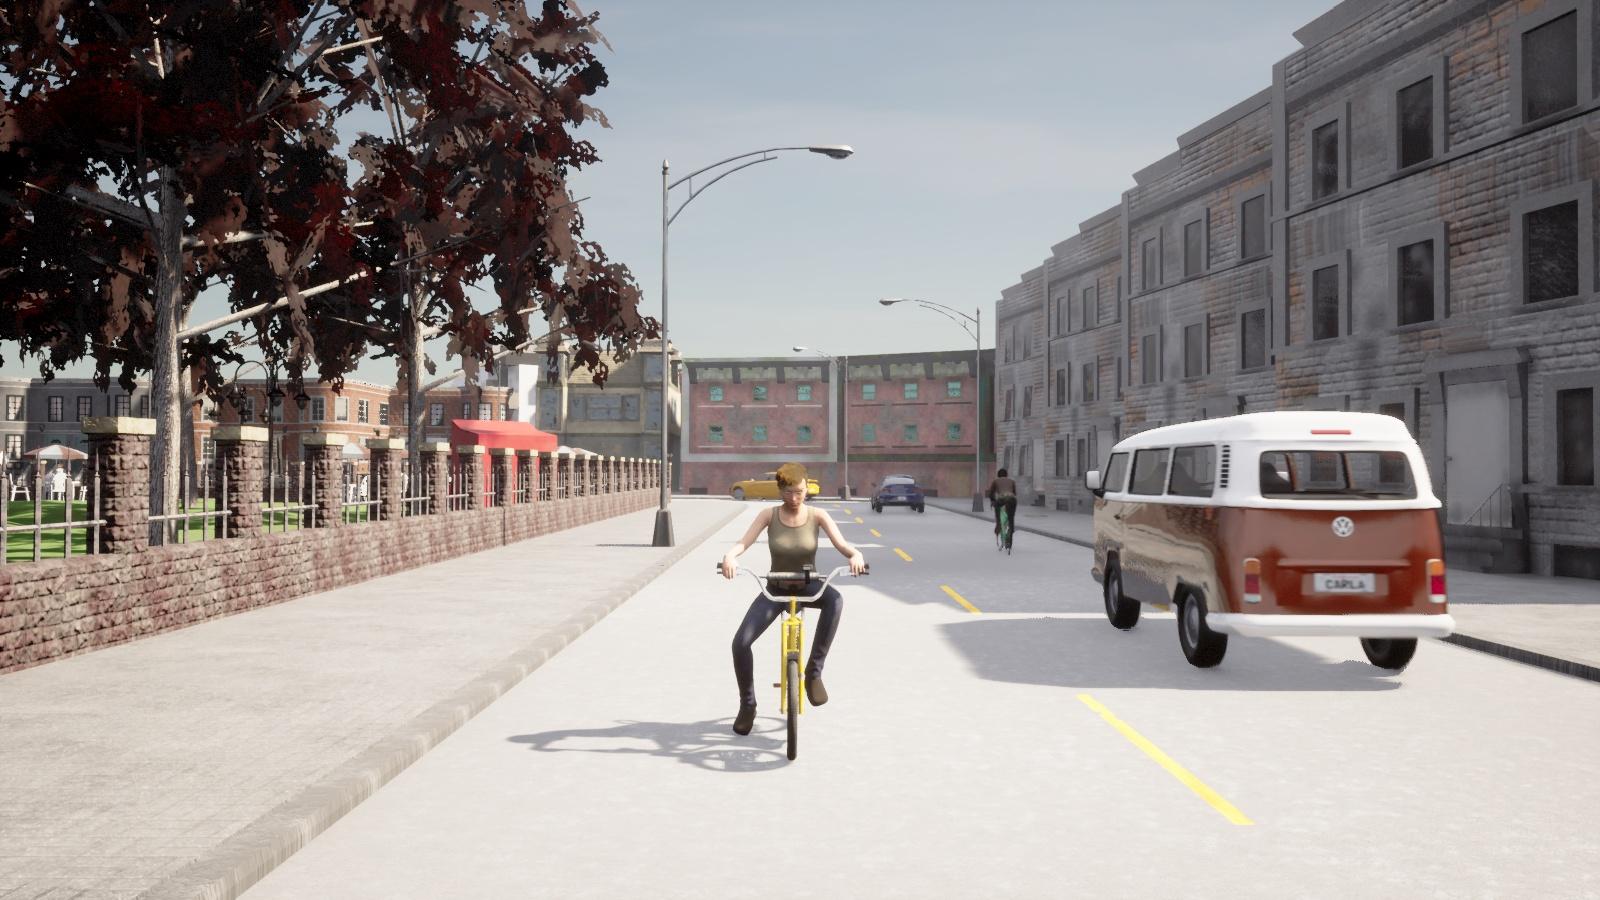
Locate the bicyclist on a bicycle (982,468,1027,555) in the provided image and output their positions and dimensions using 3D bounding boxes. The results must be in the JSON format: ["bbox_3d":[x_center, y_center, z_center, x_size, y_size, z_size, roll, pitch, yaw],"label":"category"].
[{"bbox_3d":[3.916,1.157,24.164,0.582,1.620,1.656,0,-1,0],"label":"bicyclist on a bicycle"}]

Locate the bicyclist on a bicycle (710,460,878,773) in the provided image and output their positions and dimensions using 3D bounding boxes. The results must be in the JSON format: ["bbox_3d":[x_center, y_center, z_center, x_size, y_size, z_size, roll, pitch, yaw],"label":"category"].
[{"bbox_3d":[-0.034,0.873,7.262,0.866,1.612,1.509,0,-1,0],"label":"bicyclist on a bicycle"}]

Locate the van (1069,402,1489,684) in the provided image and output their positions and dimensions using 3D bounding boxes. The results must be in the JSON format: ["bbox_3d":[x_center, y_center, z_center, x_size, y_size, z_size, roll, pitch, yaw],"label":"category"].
[{"bbox_3d":[3.965,0.713,11.385,2.069,2.038,4.480,0,-1,0],"label":"van"}]

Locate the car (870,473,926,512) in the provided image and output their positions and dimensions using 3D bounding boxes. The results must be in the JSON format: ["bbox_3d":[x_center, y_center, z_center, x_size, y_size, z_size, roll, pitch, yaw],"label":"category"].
[{"bbox_3d":[3.814,1.651,49.334,1.812,1.442,4.674,0,-1,0],"label":"car"}]

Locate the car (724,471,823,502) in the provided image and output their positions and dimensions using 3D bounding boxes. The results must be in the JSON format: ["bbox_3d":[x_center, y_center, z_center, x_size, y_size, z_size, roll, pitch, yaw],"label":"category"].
[{"bbox_3d":[-1.391,1.885,64.830,5.008,1.535,1.882,-1,-1,37],"label":"car"}]

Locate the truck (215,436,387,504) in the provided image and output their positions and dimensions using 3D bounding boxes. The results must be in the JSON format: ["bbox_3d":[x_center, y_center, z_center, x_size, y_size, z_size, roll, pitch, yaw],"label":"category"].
[{"bbox_3d":[-26.305,1.051,66.468,7.936,3.462,2.891,0,-1,0],"label":"truck"}]
